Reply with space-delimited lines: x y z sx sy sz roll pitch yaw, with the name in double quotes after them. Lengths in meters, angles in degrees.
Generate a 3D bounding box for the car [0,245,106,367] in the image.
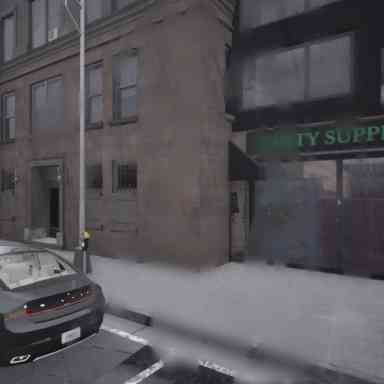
-3.282 1.551 5.416 4.403 1.369 2.008 0 0 35 "car"
